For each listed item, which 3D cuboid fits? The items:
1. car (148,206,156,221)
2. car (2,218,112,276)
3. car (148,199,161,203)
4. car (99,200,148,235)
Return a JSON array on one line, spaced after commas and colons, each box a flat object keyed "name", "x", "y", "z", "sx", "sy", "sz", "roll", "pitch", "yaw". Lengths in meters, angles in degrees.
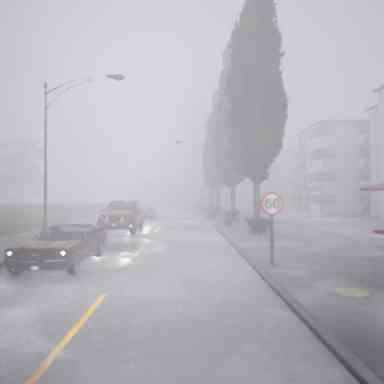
[{"name": "car", "x": -4.593, "y": 2.070, "z": 32.329, "sx": 1.895, "sy": 1.301, "sz": 4.718, "roll": 0, "pitch": -1, "yaw": 0}, {"name": "car", "x": -4.277, "y": 1.781, "z": 11.196, "sx": 1.895, "sy": 1.301, "sz": 4.718, "roll": 0, "pitch": -1, "yaw": -1}, {"name": "car", "x": -10.654, "y": 2.754, "z": 93.780, "sx": 3.633, "sy": 1.501, "sz": 1.845, "roll": 0, "pitch": -1, "yaw": -1}, {"name": "car", "x": -4.455, "y": 1.544, "z": 21.604, "sx": 2.150, "sy": 2.045, "sz": 5.566, "roll": 0, "pitch": -1, "yaw": -1}]
